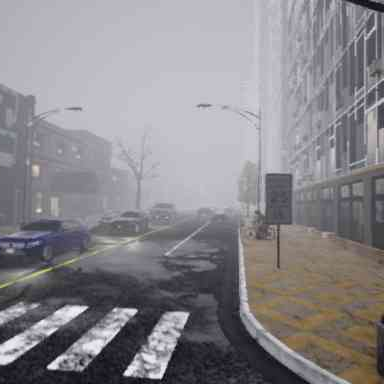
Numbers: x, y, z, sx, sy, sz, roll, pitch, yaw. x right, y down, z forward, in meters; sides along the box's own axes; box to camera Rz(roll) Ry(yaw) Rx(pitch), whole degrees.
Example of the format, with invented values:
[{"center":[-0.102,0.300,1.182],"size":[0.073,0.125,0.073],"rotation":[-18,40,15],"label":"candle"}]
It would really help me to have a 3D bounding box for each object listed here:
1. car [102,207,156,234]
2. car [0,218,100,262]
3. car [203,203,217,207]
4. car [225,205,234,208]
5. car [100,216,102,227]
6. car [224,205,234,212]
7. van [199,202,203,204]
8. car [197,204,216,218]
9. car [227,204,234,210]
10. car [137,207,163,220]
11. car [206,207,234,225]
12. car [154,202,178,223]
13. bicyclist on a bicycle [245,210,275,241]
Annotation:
[{"center":[-4.345,2.035,23.886],"size":[1.882,1.535,5.008],"rotation":[1,-1,8],"label":"car"},{"center":[-5.748,1.794,13.528],"size":[1.812,1.442,4.674],"rotation":[1,-1,10],"label":"car"},{"center":[3.691,3.090,59.342],"size":[2.128,1.511,4.902],"rotation":[1,-2,8],"label":"car"},{"center":[5.734,3.061,55.047],"size":[1.887,1.381,4.507],"rotation":[2,-1,8],"label":"car"},{"center":[-6.482,2.192,28.297],"size":[2.008,1.369,4.403],"rotation":[2,-1,8],"label":"car"},{"center":[8.010,3.553,71.818],"size":[1.947,1.339,4.313],"rotation":[2,-1,8],"label":"car"},{"center":[2.756,3.868,95.371],"size":[1.690,1.788,3.998],"rotation":[2,-1,8],"label":"van"},{"center":[1.798,2.708,45.377],"size":[1.837,1.490,4.892],"rotation":[1,-2,8],"label":"car"},{"center":[10.285,4.025,88.590],"size":[1.947,1.339,4.313],"rotation":[2,-1,8],"label":"car"},{"center":[-4.904,2.499,39.471],"size":[1.887,1.381,4.507],"rotation":[2,-1,8],"label":"car"},{"center":[2.802,2.441,32.671],"size":[2.008,1.369,4.403],"rotation":[2,-1,8],"label":"car"},{"center":[-2.914,2.072,34.349],"size":[2.150,2.045,5.566],"rotation":[1,-1,8],"label":"car"},{"center":[3.675,1.823,18.015],"size":[1.656,1.620,0.582],"rotation":[0,-2,8],"label":"bicyclist on a bicycle"}]
